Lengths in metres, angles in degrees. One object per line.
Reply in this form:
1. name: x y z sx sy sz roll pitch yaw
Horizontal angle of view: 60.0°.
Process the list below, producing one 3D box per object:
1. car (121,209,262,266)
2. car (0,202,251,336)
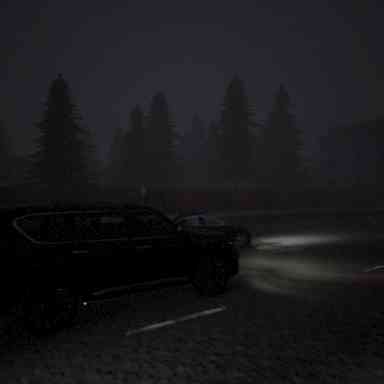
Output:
1. car: 0.097 1.505 12.410 4.902 1.511 2.128 0 0 -35
2. car: -1.573 1.228 6.923 5.566 2.045 2.150 0 0 -35
